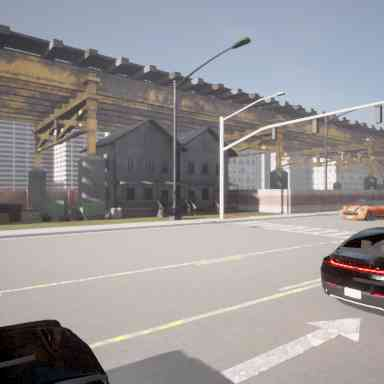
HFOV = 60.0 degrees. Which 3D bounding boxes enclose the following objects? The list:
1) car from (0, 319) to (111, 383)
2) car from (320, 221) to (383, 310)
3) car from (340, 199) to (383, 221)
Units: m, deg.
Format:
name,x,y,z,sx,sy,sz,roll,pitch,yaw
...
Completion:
name,x,y,z,sx,sy,sz,roll,pitch,yaw
car,-2.769,1.601,1.774,4.718,1.301,1.895,0,0,-35
car,4.764,1.505,7.162,4.892,1.490,1.837,0,0,-35
car,13.928,1.352,26.763,4.553,1.767,2.097,0,0,-35
